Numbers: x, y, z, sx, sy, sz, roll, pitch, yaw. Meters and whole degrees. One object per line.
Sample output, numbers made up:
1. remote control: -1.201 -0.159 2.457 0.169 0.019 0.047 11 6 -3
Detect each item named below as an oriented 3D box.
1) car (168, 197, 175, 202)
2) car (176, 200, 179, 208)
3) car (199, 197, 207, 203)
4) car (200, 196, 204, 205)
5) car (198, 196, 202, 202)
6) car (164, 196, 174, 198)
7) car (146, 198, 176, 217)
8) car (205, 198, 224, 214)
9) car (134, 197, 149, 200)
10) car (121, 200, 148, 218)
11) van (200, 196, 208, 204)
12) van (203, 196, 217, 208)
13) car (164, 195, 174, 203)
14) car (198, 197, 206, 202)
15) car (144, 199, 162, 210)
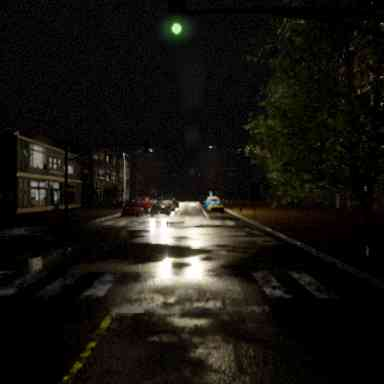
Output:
1. car: -5.660 1.996 92.971 1.752 1.417 4.829 0 0 0
2. car: -3.089 1.780 42.984 1.994 1.385 4.181 0 0 -1
3. car: 2.718 1.941 82.209 1.752 1.417 4.829 0 0 0
4. car: 2.709 1.824 54.284 2.008 1.369 4.403 0 0 0
5. car: 2.713 1.896 65.386 1.947 1.339 4.313 0 0 0
6. car: -3.059 1.831 52.972 1.994 1.385 4.181 0 0 0
7. car: -3.083 1.662 33.855 2.128 1.511 4.902 0 0 0
8. car: 2.705 1.716 37.801 1.752 1.417 4.829 0 0 0
9. car: -5.674 1.505 37.632 2.192 1.841 5.009 0 0 0
10. car: -5.677 1.744 32.080 1.802 1.307 4.206 0 0 0
11. van: 2.718 1.727 76.489 1.690 1.788 3.998 0 0 0
12. van: 2.707 1.558 43.184 1.690 1.788 3.998 0 0 0
13. car: -5.662 1.730 82.040 2.192 1.841 5.009 0 0 0
14. car: 2.720 2.038 93.141 1.947 1.339 4.313 0 0 0
15. car: -5.672 1.796 48.734 2.008 1.369 4.403 0 0 0
